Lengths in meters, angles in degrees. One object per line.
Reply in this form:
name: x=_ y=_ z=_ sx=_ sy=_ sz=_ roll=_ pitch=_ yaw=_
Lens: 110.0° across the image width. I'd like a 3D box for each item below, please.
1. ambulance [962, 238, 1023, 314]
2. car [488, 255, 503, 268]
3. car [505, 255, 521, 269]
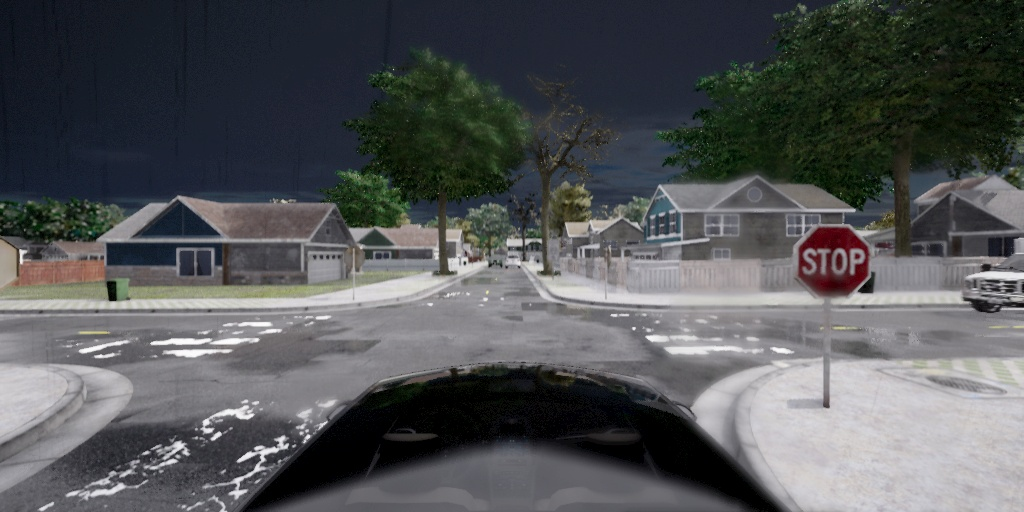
ambulance: x=17.739 y=0.626 z=10.799 sx=6.366 sy=2.431 sz=2.351 roll=0 pitch=0 yaw=0
car: x=-2.586 y=0.785 z=57.421 sx=2.150 sy=2.045 sz=5.566 roll=0 pitch=0 yaw=0
car: x=0.152 y=0.799 z=53.303 sx=2.150 sy=2.045 sz=5.566 roll=0 pitch=0 yaw=0
